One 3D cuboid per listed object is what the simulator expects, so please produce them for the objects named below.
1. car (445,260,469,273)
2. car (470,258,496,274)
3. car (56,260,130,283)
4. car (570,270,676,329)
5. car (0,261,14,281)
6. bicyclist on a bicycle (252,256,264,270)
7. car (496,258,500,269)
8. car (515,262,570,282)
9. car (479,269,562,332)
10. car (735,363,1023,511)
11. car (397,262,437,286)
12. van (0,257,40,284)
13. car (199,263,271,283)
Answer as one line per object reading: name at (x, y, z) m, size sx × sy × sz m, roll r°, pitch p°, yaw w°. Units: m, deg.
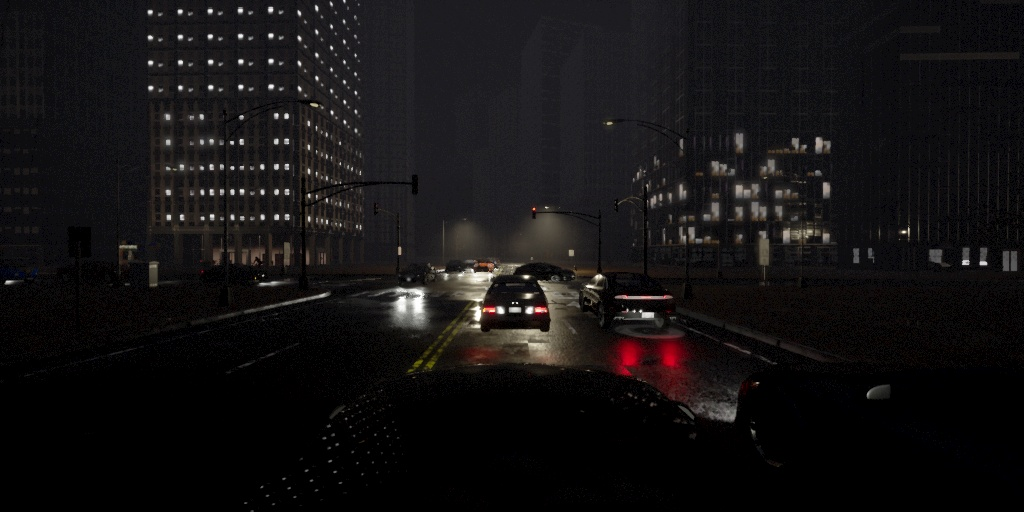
car at (-6.594, 1.195, 42.048) m, size 1.882 × 1.535 × 5.008 m, roll 0°, pitch 0°, yaw 0°
car at (-3.291, 1.070, 41.475) m, size 2.097 × 1.767 × 4.553 m, roll 0°, pitch 0°, yaw -1°
car at (-30.078, 1.093, 26.217) m, size 5.008 × 1.535 × 1.882 m, roll 0°, pitch 0°, yaw 2°
car at (3.347, 1.238, 11.230) m, size 2.128 × 1.511 × 4.902 m, roll 0°, pitch 0°, yaw 0°
car at (-40.320, 1.092, 26.491) m, size 4.674 × 1.442 × 1.812 m, roll 0°, pitch 0°, yaw 1°
bicyclist on a bicycle at (-24.701, 0.867, 34.818) m, size 0.582 × 1.620 × 1.656 m, roll 0°, pitch 1°, yaw 1°
car at (-3.338, 1.040, 56.831) m, size 2.097 × 1.767 × 4.553 m, roll 0°, pitch 0°, yaw 0°
car at (2.430, 1.255, 27.597) m, size 4.892 × 1.490 × 1.837 m, roll 1°, pitch 3°, yaw 34°
car at (0.100, 1.294, 10.813) m, size 2.033 × 1.411 × 5.357 m, roll 0°, pitch 0°, yaw 1°
car at (3.354, 1.314, 2.074) m, size 1.994 × 1.385 × 4.181 m, roll 0°, pitch 0°, yaw 0°
car at (-6.592, 1.219, 25.352) m, size 2.128 × 1.511 × 4.902 m, roll 0°, pitch 0°, yaw 0°
van at (-33.932, 0.959, 23.729) m, size 3.998 × 1.789 × 1.690 m, roll 0°, pitch 0°, yaw 1°
car at (-19.986, 1.227, 25.964) m, size 4.181 × 1.385 × 1.994 m, roll 0°, pitch 0°, yaw 1°
